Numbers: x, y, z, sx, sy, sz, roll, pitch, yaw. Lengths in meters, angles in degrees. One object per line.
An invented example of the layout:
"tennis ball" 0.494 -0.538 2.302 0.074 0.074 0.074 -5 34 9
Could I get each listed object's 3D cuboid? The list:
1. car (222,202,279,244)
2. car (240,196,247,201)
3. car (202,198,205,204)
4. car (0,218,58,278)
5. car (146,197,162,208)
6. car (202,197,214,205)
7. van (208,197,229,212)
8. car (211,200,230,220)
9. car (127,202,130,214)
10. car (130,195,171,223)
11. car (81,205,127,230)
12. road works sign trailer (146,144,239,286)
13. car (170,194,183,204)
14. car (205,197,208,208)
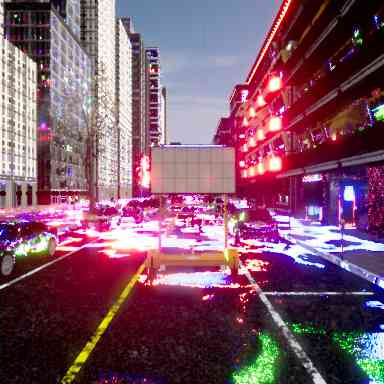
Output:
"car" 2.730 1.443 15.708 1.967 1.590 4.097 0 0 0
"car" 13.631 1.410 79.348 4.403 1.369 2.008 -1 1 0
"car" 2.816 1.579 48.904 2.008 1.369 4.403 0 0 0
"car" -5.664 1.546 10.197 1.887 1.381 4.507 0 0 0
"car" -5.565 1.553 48.756 1.752 1.417 4.829 0 0 0
"car" 2.844 1.591 59.970 2.008 1.369 4.403 0 0 0
"van" 2.773 1.355 32.306 1.690 1.788 3.998 0 0 0
"car" 2.759 1.592 26.774 1.802 1.307 4.206 0 0 0
"car" -5.607 1.596 32.329 1.802 1.307 4.206 0 0 0
"car" -3.034 1.360 25.199 2.097 1.767 4.553 0 0 0
"car" -5.636 1.531 21.093 1.752 1.417 4.829 0 0 0
"road works sign trailer" 0.024 0.465 9.385 2.380 3.560 2.880 0 0 0
"car" -2.835 1.610 64.030 1.994 1.385 4.181 0 0 0
"car" 2.787 1.458 37.839 1.967 1.590 4.097 0 0 0
